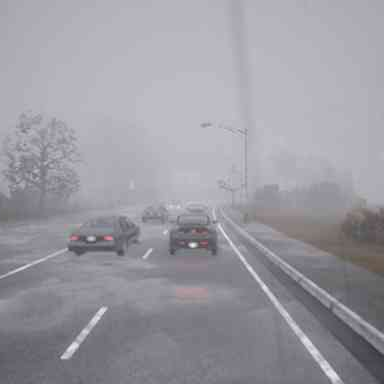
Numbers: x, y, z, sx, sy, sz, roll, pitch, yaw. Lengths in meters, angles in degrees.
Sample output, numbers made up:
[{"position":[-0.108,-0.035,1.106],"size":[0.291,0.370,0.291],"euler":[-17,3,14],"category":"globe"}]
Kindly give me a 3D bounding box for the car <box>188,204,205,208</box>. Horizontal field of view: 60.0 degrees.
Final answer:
[{"position":[0.381,1.800,29.190],"size":[1.812,1.442,4.674],"euler":[0,0,2],"category":"car"}]

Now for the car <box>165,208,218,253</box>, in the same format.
[{"position":[0.065,1.642,14.235],"size":[1.837,1.490,4.892],"euler":[0,0,1],"category":"car"}]

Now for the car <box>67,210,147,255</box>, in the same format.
[{"position":[-3.443,1.679,13.953],"size":[2.033,1.411,5.357],"euler":[0,-1,1],"category":"car"}]

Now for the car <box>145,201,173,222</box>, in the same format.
[{"position":[-3.136,1.819,28.911],"size":[2.033,1.411,5.357],"euler":[0,-1,2],"category":"car"}]

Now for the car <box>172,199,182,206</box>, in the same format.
[{"position":[-3.422,2.256,71.984],"size":[1.895,1.301,4.718],"euler":[0,-1,6],"category":"car"}]

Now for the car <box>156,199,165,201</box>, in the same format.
[{"position":[-6.889,2.218,72.481],"size":[2.033,1.411,5.357],"euler":[0,-1,6],"category":"car"}]
